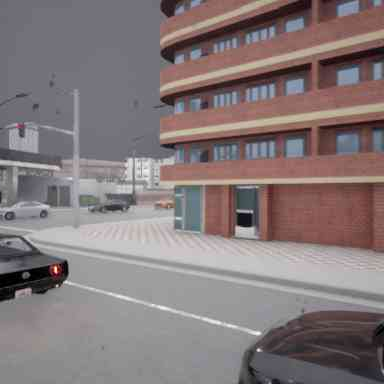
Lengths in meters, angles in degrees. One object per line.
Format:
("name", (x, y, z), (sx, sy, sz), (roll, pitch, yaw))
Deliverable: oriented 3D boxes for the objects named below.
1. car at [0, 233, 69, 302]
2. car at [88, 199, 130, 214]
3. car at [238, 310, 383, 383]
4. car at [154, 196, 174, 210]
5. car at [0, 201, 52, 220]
("car", (-4.939, 1.594, 7.503), (4.718, 1.301, 1.895), (0, 0, 36))
("car", (-8.844, 1.492, 35.706), (2.128, 1.511, 4.902), (0, 0, 35))
("car", (2.641, 1.514, 2.111), (4.892, 1.490, 1.837), (0, 0, 35))
("car", (-2.994, 1.375, 44.181), (2.097, 1.767, 4.553), (0, 0, 35))
("car", (-14.142, 1.507, 27.958), (1.812, 1.442, 4.674), (0, 0, 34))
